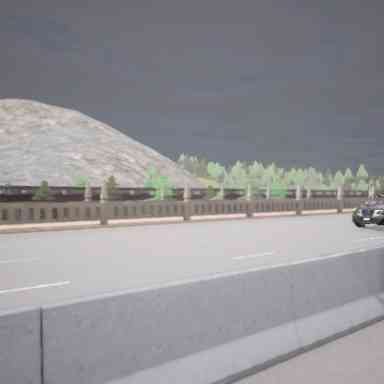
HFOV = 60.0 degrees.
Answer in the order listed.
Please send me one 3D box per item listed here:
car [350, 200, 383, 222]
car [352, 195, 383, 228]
[{"bbox_3d":[14.923,1.448,26.519,5.008,1.535,1.882,0,0,-34],"label":"car"},{"bbox_3d":[12.292,1.201,20.563,5.566,2.045,2.150,0,0,-34],"label":"car"}]
